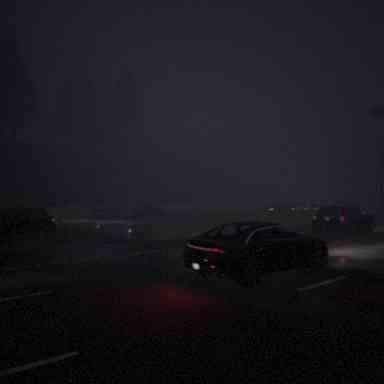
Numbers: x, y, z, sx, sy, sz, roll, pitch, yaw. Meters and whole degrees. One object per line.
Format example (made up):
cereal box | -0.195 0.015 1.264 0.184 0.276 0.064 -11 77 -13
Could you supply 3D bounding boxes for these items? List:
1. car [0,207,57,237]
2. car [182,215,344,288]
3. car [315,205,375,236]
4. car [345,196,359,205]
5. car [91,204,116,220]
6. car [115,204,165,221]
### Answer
car | -10.017 1.635 18.413 4.553 1.767 2.097 0 -1 -36
car | 2.008 1.597 9.597 4.902 1.511 2.128 0 -1 -38
car | 9.090 1.534 19.833 4.553 1.767 2.097 0 -1 -41
car | 35.403 1.854 73.473 2.150 2.045 5.566 -1 -1 31
car | -7.799 1.973 33.395 4.674 1.442 1.812 0 -1 -40
car | -4.490 1.931 31.595 4.674 1.442 1.812 0 -1 -40
